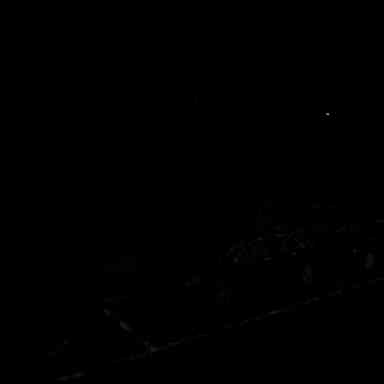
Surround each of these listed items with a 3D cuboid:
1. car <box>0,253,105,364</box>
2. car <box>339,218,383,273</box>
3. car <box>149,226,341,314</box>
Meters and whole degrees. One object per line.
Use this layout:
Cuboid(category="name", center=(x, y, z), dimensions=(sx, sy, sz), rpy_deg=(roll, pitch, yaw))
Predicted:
Cuboid(category="car", center=(-3.316, 1.566, 4.289), dimensions=(4.313, 1.339, 1.947), rpy_deg=(0, -1, -36))
Cuboid(category="car", center=(5.609, 1.561, 10.737), dimensions=(4.507, 1.381, 1.887), rpy_deg=(0, -1, -36))
Cuboid(category="car", center=(1.146, 1.559, 7.513), dimensions=(4.403, 1.369, 2.008), rpy_deg=(0, -1, -36))
